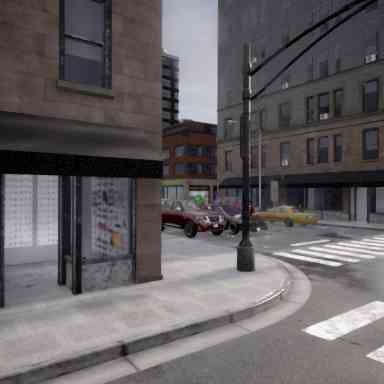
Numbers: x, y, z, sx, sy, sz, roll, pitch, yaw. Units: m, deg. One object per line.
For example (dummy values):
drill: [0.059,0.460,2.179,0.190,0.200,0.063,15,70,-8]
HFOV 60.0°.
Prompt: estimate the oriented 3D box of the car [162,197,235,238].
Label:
car: [-0.323,1.286,17.905,2.192,1.841,5.009,0,0,-36]

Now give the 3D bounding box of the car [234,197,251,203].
car: [2.916,1.315,27.182,2.192,1.841,5.009,0,0,-36]

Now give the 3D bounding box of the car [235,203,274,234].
car: [1.794,1.529,19.245,2.033,1.411,5.357,0,0,-38]

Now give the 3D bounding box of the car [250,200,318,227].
car: [6.115,1.531,22.697,1.752,1.417,4.829,0,0,-36]

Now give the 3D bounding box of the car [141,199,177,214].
car: [-3.682,1.532,36.427,1.887,1.381,4.507,0,0,-36]
